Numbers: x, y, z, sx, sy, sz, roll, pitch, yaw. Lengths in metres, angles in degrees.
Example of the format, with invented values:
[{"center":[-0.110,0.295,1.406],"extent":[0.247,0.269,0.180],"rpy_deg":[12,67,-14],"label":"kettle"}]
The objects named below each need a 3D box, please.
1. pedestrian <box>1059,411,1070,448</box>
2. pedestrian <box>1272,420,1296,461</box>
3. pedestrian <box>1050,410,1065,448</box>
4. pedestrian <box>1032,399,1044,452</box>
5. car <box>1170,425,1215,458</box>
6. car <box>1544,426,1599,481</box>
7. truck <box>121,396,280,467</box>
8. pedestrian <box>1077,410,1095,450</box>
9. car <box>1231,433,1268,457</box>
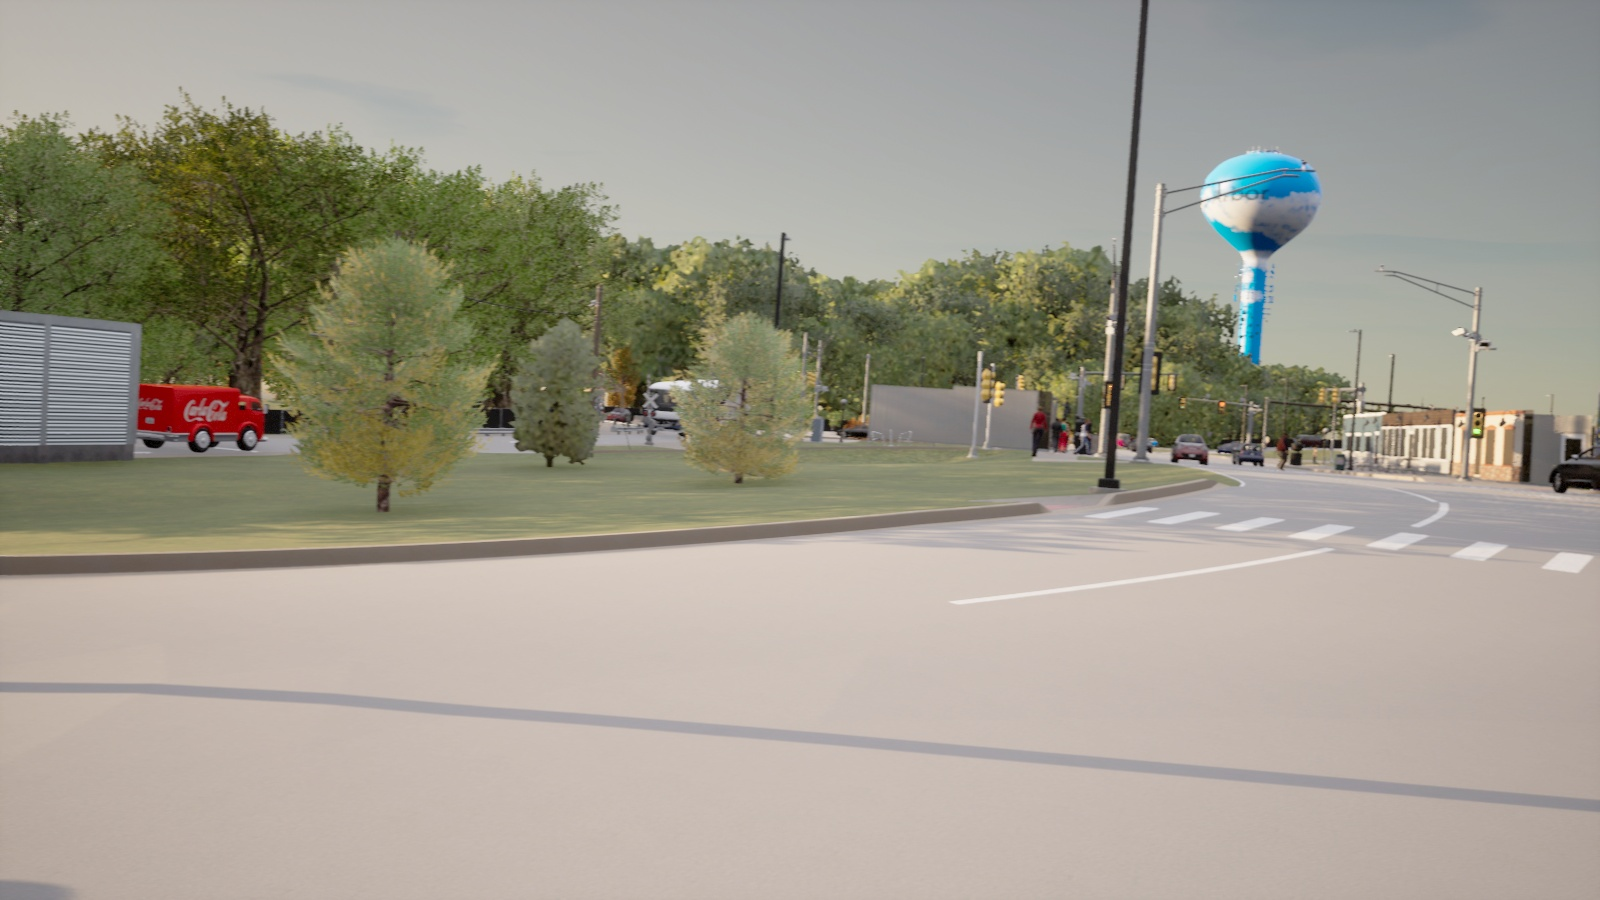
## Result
[{"center":[13.512,-1.045,64.185],"extent":[0.345,1.836,0.594],"rpy_deg":[3,1,20],"label":"pedestrian"},{"center":[21.991,-0.428,57.082],"extent":[0.899,1.844,0.634],"rpy_deg":[3,1,16],"label":"pedestrian"},{"center":[12.925,-1.044,63.015],"extent":[0.563,1.883,0.849],"rpy_deg":[3,1,14],"label":"pedestrian"},{"center":[8.303,-0.853,43.791],"extent":[0.331,1.846,0.636],"rpy_deg":[3,1,11],"label":"pedestrian"},{"center":[19.670,-0.416,63.114],"extent":[1.845,1.501,3.633],"rpy_deg":[3,1,13],"label":"car"},{"center":[22.700,0.122,34.979],"extent":[1.816,1.474,4.193],"rpy_deg":[3,1,7],"label":"car"},{"center":[-23.044,-0.739,48.518],"extent":[2.627,2.467,5.204],"rpy_deg":[3,2,17],"label":"truck"},{"center":[13.545,-0.938,59.451],"extent":[0.706,1.836,0.354],"rpy_deg":[3,1,7],"label":"pedestrian"},{"center":[32.178,-0.386,89.900],"extent":[1.851,1.617,3.988],"rpy_deg":[3,1,11],"label":"car"}]
